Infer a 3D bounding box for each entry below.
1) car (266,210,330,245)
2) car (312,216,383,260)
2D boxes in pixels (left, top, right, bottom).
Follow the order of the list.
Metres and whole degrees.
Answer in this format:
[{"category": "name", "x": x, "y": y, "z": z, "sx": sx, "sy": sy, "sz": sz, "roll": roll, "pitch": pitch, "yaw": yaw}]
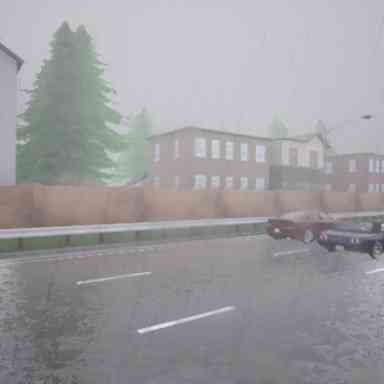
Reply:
[{"category": "car", "x": 5.908, "y": 1.632, "z": 16.647, "sx": 5.008, "sy": 1.535, "sz": 1.882, "roll": 0, "pitch": 0, "yaw": -35}, {"category": "car", "x": 7.131, "y": 1.746, "z": 13.232, "sx": 4.718, "sy": 1.301, "sz": 1.895, "roll": 1, "pitch": 0, "yaw": -35}]
